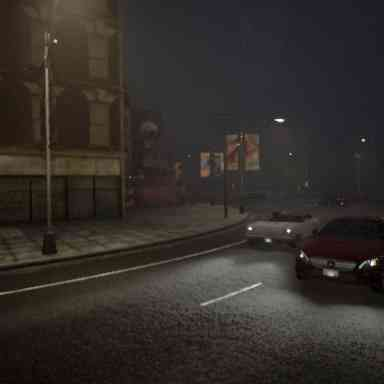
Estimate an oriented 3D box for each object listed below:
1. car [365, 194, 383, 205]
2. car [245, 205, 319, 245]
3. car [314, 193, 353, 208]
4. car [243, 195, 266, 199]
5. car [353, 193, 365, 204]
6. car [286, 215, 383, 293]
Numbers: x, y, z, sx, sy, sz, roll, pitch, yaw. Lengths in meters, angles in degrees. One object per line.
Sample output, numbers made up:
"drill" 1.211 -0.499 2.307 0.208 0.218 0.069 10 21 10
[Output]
"car" 22.390 0.917 38.059 1.895 1.301 4.718 -1 1 -3
"car" 3.920 1.415 13.912 1.895 1.301 4.718 0 1 32
"car" 15.612 0.928 37.558 1.837 1.490 4.892 0 0 -6
"car" 9.169 0.612 49.408 1.994 1.385 4.181 -1 1 -22
"car" 21.360 0.804 43.696 2.002 1.452 4.674 -1 1 -13
"car" 4.326 1.383 8.736 1.812 1.442 4.674 0 1 39
